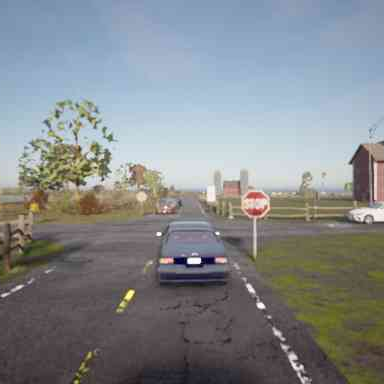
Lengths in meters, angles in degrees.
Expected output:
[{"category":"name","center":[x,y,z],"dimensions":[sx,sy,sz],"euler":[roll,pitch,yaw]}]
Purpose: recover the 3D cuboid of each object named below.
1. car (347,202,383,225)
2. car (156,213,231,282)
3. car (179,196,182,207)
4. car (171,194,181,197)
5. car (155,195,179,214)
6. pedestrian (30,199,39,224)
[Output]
[{"category":"car","center":[12.981,1.386,22.433],"dimensions":[4.674,1.442,1.812],"euler":[-1,0,-1]},{"category":"car","center":[-0.081,1.581,9.866],"dimensions":[2.033,1.411,5.357],"euler":[0,0,-3]},{"category":"car","center":[-2.852,1.687,46.774],"dimensions":[1.812,1.442,4.674],"euler":[0,0,1]},{"category":"car","center":[-2.844,1.419,57.075],"dimensions":[2.150,2.045,5.566],"euler":[0,0,0]},{"category":"car","center":[-2.856,1.479,36.725],"dimensions":[2.097,1.767,4.553],"euler":[0,0,0]},{"category":"pedestrian","center":[-12.165,1.503,25.677],"dimensions":[0.375,1.860,0.375],"euler":[0,1,0]}]
